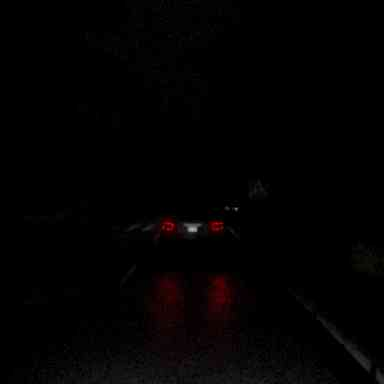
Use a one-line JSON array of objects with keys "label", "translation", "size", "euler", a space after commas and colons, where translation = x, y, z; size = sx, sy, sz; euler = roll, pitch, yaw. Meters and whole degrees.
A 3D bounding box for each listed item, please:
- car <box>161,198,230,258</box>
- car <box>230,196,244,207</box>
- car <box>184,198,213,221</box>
[{"label": "car", "translation": [0.068, 1.245, 12.940], "size": [2.150, 2.045, 5.566], "euler": [0, 0, 1]}, {"label": "car", "translation": [7.374, 1.509, 53.372], "size": [2.097, 1.767, 4.553], "euler": [-1, -1, 39]}, {"label": "car", "translation": [0.632, 1.412, 28.892], "size": [2.097, 1.767, 4.553], "euler": [0, 0, 6]}]
